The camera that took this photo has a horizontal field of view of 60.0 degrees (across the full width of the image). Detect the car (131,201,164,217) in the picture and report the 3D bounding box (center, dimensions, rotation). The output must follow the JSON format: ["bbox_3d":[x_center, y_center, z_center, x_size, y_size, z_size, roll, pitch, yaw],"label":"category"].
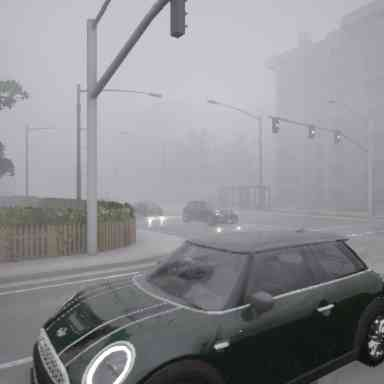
[{"bbox_3d":[-4.444,1.564,31.929,1.994,1.385,4.181,0,0,-35],"label":"car"}]

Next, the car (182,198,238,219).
[{"bbox_3d":[1.223,1.352,23.747,2.097,1.767,4.553,0,0,-35],"label":"car"}]

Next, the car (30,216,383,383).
[{"bbox_3d":[0.490,1.352,4.235,4.553,1.767,2.097,0,0,-33],"label":"car"}]

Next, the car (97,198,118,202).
[{"bbox_3d":[-10.341,1.504,40.491,1.837,1.490,4.892,0,0,-34],"label":"car"}]
